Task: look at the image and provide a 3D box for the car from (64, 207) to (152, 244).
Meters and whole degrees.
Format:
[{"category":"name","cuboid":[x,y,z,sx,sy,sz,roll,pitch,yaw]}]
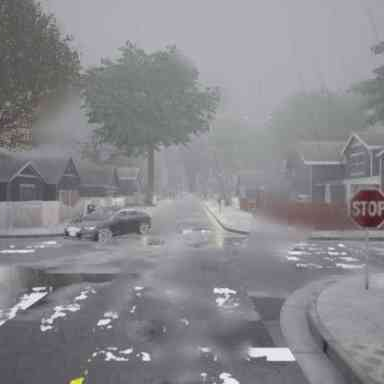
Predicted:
[{"category":"car","cuboid":[-3.828,1.487,16.019,2.128,1.511,4.902,2,1,28]}]
